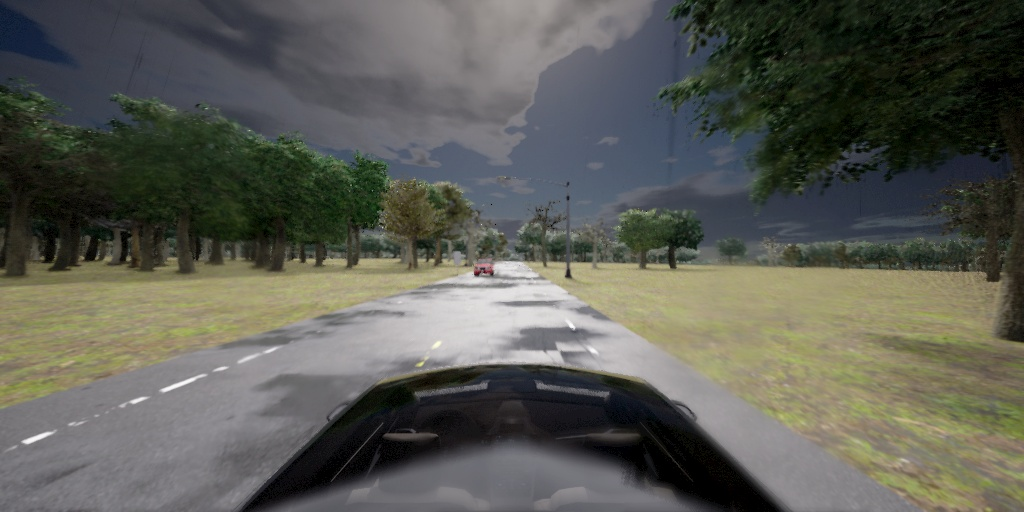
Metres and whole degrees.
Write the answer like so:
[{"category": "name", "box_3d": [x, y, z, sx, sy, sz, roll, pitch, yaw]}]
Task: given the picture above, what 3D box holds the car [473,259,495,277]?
[{"category": "car", "box_3d": [-3.240, 1.355, 42.648, 2.150, 2.045, 5.566, 0, 0, 1]}]
